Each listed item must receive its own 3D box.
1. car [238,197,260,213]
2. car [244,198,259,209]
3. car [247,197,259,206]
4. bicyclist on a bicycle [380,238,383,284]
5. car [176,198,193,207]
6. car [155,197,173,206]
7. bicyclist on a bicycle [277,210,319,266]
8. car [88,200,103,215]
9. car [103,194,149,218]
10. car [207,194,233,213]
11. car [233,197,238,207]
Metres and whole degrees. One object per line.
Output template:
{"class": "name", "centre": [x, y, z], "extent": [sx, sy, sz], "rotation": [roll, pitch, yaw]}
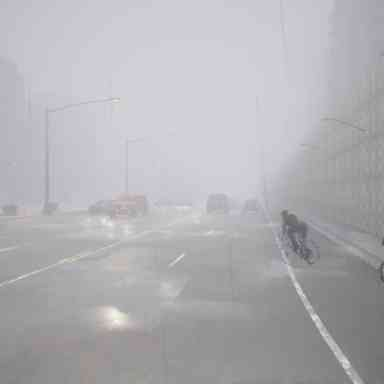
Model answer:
{"class": "car", "centre": [6.559, 1.547, 36.800], "extent": [2.033, 1.411, 5.357], "rotation": [0, 0, 11]}
{"class": "car", "centre": [8.474, 1.564, 46.901], "extent": [1.994, 1.385, 4.181], "rotation": [0, 0, 11]}
{"class": "car", "centre": [10.432, 1.547, 56.717], "extent": [2.033, 1.411, 5.357], "rotation": [0, 0, 11]}
{"class": "bicyclist on a bicycle", "centre": [4.418, 1.308, 6.828], "extent": [1.656, 1.620, 0.582], "rotation": [9, -25, -17]}
{"class": "car", "centre": [-1.089, 1.565, 52.648], "extent": [1.994, 1.385, 4.181], "rotation": [0, 0, 12]}
{"class": "car", "centre": [-4.439, 1.560, 53.734], "extent": [2.033, 1.411, 5.357], "rotation": [0, 0, 11]}
{"class": "bicyclist on a bicycle", "centre": [2.960, 1.313, 9.637], "extent": [0.582, 1.620, 1.656], "rotation": [-7, -11, -24]}
{"class": "car", "centre": [-8.585, 1.477, 33.437], "extent": [1.882, 1.535, 5.008], "rotation": [0, 0, 11]}
{"class": "car", "centre": [-5.649, 1.221, 30.276], "extent": [2.150, 2.045, 5.566], "rotation": [0, 0, 11]}
{"class": "car", "centre": [2.966, 1.221, 36.705], "extent": [2.150, 2.045, 5.566], "rotation": [0, 0, 11]}
{"class": "car", "centre": [4.967, 1.547, 47.209], "extent": [2.033, 1.411, 5.357], "rotation": [0, 0, 11]}
